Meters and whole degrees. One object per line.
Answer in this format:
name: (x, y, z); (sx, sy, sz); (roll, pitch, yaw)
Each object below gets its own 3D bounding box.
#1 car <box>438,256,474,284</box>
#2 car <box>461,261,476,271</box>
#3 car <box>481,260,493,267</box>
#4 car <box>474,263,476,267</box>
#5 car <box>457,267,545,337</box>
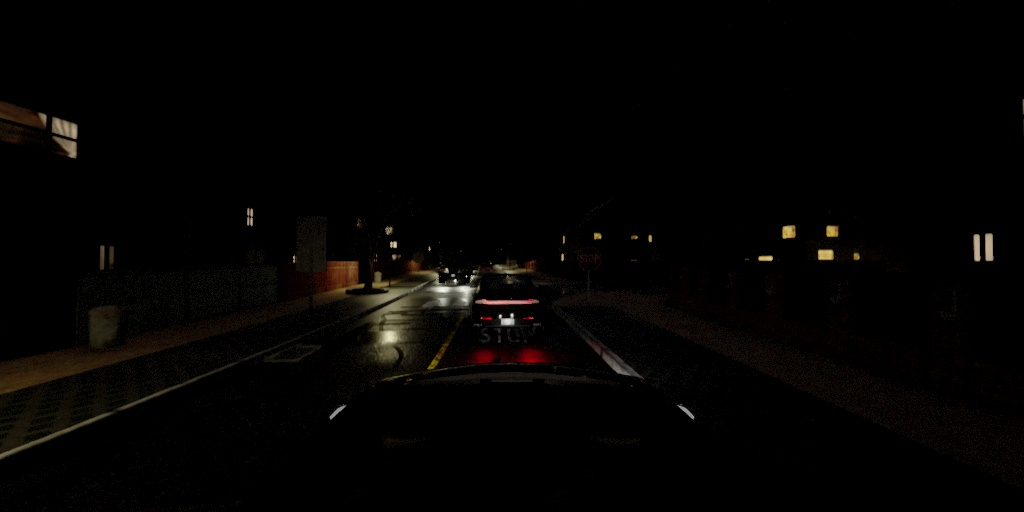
car: (-4.311, 0.996, 27.572); (2.150, 2.045, 5.566); (0, 0, -5)
car: (-6.495, 1.460, 54.323); (2.033, 1.411, 5.357); (0, 0, -4)
car: (-4.395, 1.504, 62.884); (1.812, 1.442, 4.674); (0, 0, -5)
car: (-5.337, 1.301, 39.919); (1.882, 1.535, 5.008); (0, 0, -5)
car: (-0.196, 1.245, 10.335); (2.128, 1.511, 4.902); (0, 0, -2)
